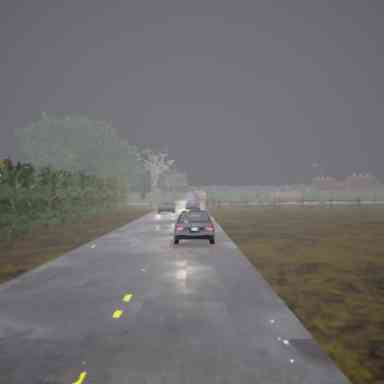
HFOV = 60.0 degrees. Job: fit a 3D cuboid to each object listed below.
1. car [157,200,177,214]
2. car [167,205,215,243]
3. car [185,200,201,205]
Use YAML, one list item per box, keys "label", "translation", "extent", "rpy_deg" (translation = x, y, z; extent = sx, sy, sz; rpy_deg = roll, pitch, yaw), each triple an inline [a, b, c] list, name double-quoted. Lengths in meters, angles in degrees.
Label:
- label: "car"
  translation: [-2.757, 1.660, 37.275]
  extent: [1.837, 1.490, 4.892]
  rpy_deg: [0, 0, 0]
- label: "car"
  translation: [0.099, 1.578, 16.107]
  extent: [2.033, 1.411, 5.357]
  rpy_deg: [0, 0, 0]
- label: "car"
  translation: [0.091, 1.661, 41.062]
  extent: [2.033, 1.411, 5.357]
  rpy_deg: [0, 0, 0]
